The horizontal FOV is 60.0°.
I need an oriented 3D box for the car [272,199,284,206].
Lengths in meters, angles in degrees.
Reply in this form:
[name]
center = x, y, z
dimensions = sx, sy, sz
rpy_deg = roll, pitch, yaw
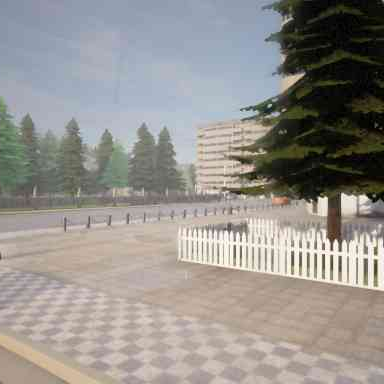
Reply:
[car]
center = 15.330, 1.352, 56.748
dimensions = 2.097, 1.767, 4.553
rpy_deg = 0, 0, 36
